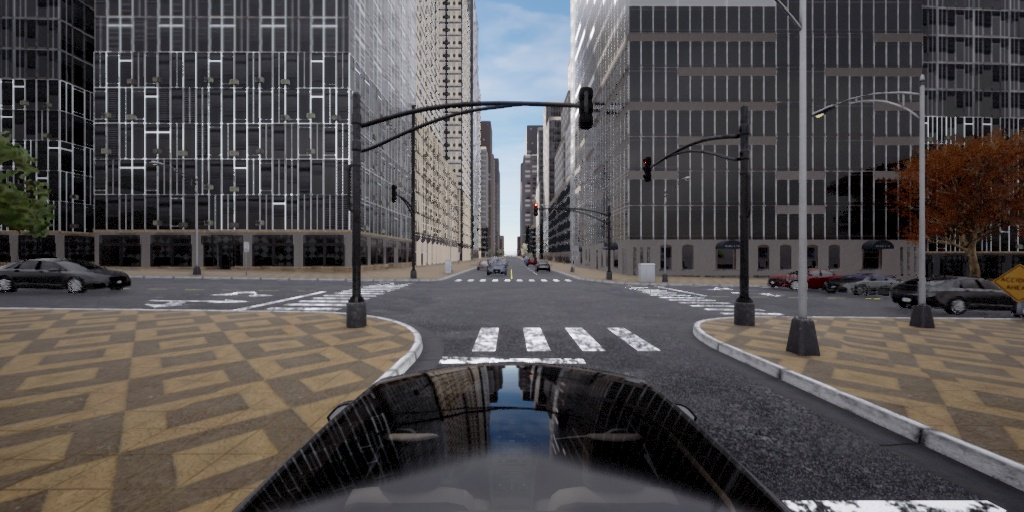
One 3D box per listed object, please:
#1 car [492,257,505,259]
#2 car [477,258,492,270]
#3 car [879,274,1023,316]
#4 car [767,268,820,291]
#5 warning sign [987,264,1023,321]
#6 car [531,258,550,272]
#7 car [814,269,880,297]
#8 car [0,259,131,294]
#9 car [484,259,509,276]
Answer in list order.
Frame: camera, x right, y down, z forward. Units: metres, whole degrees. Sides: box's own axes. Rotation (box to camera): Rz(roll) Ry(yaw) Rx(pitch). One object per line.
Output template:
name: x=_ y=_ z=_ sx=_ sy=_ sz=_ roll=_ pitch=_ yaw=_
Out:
car: x=-1.580 y=1.264 z=51.821 sx=1.837 sy=1.490 sz=4.892 roll=0 pitch=0 yaw=0
car: x=-4.053 y=1.341 z=51.484 sx=1.802 sy=1.307 sz=4.207 roll=0 pitch=0 yaw=0
car: x=18.792 y=1.619 z=14.999 sx=4.892 sy=1.490 sz=1.837 roll=1 pitch=0 yaw=-3
car: x=20.642 y=1.622 z=25.072 sx=5.008 sy=1.535 sz=1.882 roll=1 pitch=0 yaw=-3
warning sign: x=17.269 y=1.204 z=12.200 sx=1.060 sy=1.860 sz=1.300 roll=0 pitch=0 yaw=-3
car: x=3.903 y=1.328 z=45.995 sx=1.948 sy=1.339 sz=4.313 roll=0 pitch=0 yaw=0
car: x=21.491 y=1.725 z=21.858 sx=4.181 sy=1.385 sz=1.994 roll=1 pitch=0 yaw=-3
car: x=-20.544 y=0.902 z=16.433 sx=4.892 sy=1.490 sz=1.837 roll=1 pitch=0 yaw=-3
car: x=-1.516 y=1.329 z=37.060 sx=1.994 sy=1.385 sz=4.181 roll=0 pitch=0 yaw=0
